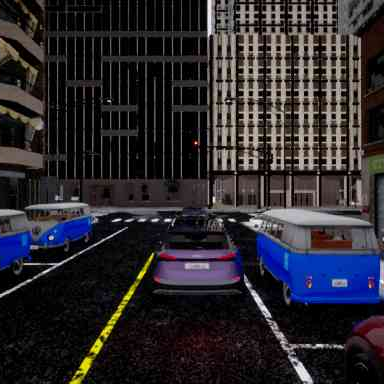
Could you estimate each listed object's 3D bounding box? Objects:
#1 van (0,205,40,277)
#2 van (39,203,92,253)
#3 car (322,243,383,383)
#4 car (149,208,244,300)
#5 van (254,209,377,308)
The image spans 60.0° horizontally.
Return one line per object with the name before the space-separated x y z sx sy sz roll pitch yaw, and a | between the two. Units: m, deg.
van | -5.312 1.343 7.618 1.690 1.788 3.998 0 0 0
van | -5.314 1.346 13.308 1.690 1.788 3.998 0 0 0
car | 2.569 1.440 1.935 1.967 1.590 4.097 0 0 0
car | 0.098 1.432 8.381 2.033 1.649 4.856 0 0 0
van | 2.568 1.343 7.625 1.690 1.788 3.998 0 0 0
